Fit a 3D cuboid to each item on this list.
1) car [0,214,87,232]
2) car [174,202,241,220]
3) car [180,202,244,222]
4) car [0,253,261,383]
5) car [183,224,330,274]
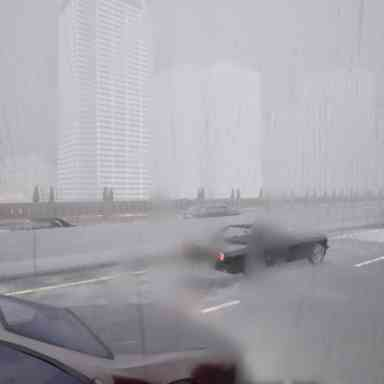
[{"bbox_3d":[-6.069,1.647,12.691,4.718,1.301,1.895,0,0,-37],"label":"car"},{"bbox_3d":[0.970,1.520,22.726,4.902,1.511,2.128,0,0,-39],"label":"car"},{"bbox_3d":[1.777,1.580,27.874,5.357,1.411,2.033,0,0,-39],"label":"car"},{"bbox_3d":[-2.001,1.562,2.428,5.357,1.411,2.033,0,0,-36],"label":"car"},{"bbox_3d":[2.121,1.607,9.972,4.718,1.301,1.895,0,0,-38],"label":"car"}]
